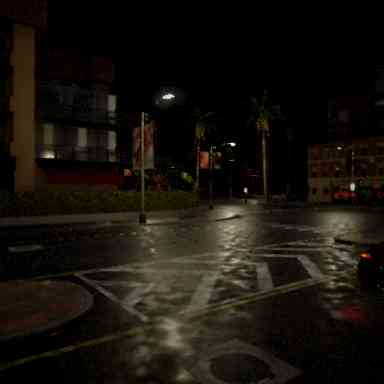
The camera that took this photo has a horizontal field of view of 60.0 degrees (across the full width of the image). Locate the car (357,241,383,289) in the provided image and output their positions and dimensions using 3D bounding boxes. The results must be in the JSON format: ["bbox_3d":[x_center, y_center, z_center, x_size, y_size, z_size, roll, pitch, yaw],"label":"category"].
[{"bbox_3d":[5.812,1.544,7.918,4.181,1.385,1.994,0,0,-35],"label":"car"}]
